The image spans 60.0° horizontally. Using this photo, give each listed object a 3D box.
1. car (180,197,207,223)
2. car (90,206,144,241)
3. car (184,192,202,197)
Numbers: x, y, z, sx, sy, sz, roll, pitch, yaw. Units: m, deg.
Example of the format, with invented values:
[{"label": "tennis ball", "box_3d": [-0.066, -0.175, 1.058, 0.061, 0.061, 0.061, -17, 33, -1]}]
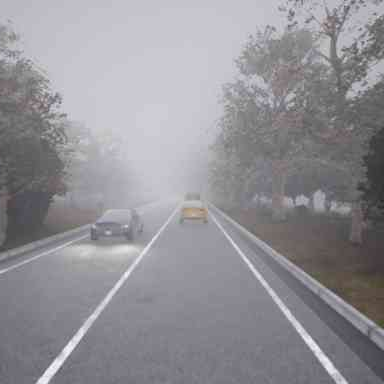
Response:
[{"label": "car", "box_3d": [0.092, 1.367, 24.820, 1.882, 1.535, 5.008, 0, 1, 0]}, {"label": "car", "box_3d": [-3.501, 1.453, 16.274, 1.812, 1.442, 4.674, 0, 0, 0]}, {"label": "car", "box_3d": [0.108, 1.001, 43.870, 2.150, 2.045, 5.566, 0, 0, 0]}]
